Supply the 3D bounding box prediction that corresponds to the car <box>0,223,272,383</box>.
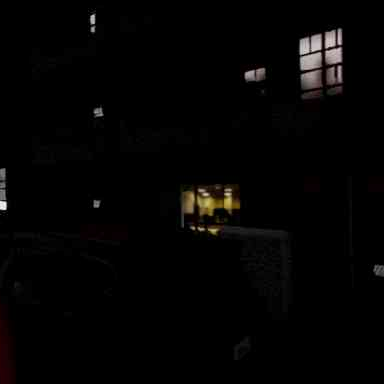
[{"bbox_3d":[-1.552,1.311,4.006,5.009,1.841,2.192,0,-1,36],"label":"car"}]
